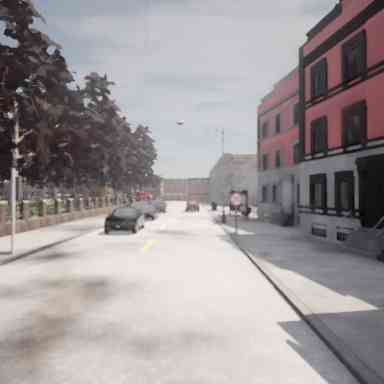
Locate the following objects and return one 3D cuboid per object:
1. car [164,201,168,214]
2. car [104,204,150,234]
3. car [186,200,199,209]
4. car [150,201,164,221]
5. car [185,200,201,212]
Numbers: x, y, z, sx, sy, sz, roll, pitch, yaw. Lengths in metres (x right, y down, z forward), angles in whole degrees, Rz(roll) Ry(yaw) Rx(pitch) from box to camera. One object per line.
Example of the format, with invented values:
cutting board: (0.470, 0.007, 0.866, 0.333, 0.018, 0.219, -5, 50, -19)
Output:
car: (-4.068, 1.867, 41.182, 1.837, 1.490, 4.892, 0, -1, 0)
car: (-4.099, 1.662, 20.884, 1.882, 1.535, 5.008, 0, -1, 0)
car: (0.013, 2.031, 54.988, 2.033, 1.411, 5.357, 0, -1, 0)
car: (-4.097, 1.818, 30.783, 2.033, 1.411, 5.357, 0, -1, 0)
car: (0.110, 1.920, 44.855, 1.812, 1.442, 4.674, 0, -1, 0)
